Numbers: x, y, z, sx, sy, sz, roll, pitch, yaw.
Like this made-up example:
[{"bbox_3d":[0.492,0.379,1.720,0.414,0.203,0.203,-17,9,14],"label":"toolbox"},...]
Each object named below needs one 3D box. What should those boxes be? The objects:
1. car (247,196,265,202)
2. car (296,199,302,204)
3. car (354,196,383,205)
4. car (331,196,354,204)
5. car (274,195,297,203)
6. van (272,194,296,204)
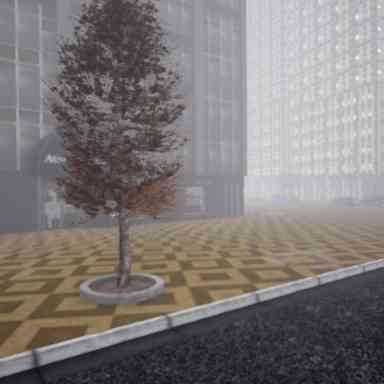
[{"bbox_3d":[14.390,1.574,75.441,1.895,1.301,4.718,-1,-1,-23],"label":"car"},{"bbox_3d":[17.580,1.498,60.433,2.033,1.411,5.357,-1,-1,-23],"label":"car"},{"bbox_3d":[27.820,1.275,51.156,1.947,1.339,4.313,-2,0,-23],"label":"car"},{"bbox_3d":[25.587,1.357,56.318,1.947,1.339,4.313,-2,0,-23],"label":"car"},{"bbox_3d":[18.490,1.492,66.052,1.837,1.490,4.892,-1,-2,-22],"label":"car"},{"bbox_3d":[15.656,1.300,58.151,1.690,1.788,3.998,-2,0,-23],"label":"van"}]
